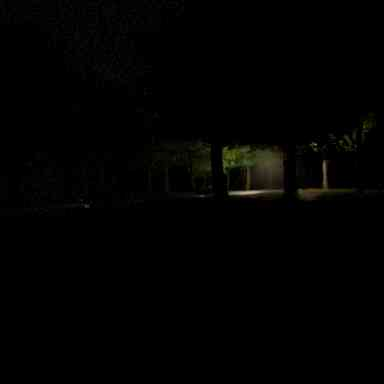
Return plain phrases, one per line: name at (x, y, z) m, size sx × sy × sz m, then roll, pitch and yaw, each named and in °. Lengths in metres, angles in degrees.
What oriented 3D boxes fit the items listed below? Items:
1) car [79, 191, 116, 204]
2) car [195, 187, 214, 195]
car at (-11.912, 0.678, 42.106) m, size 1.837 × 1.490 × 4.892 m, roll -1°, pitch 2°, yaw 38°
car at (2.457, -0.184, 60.565) m, size 1.812 × 1.442 × 4.674 m, roll -1°, pitch 1°, yaw 38°
